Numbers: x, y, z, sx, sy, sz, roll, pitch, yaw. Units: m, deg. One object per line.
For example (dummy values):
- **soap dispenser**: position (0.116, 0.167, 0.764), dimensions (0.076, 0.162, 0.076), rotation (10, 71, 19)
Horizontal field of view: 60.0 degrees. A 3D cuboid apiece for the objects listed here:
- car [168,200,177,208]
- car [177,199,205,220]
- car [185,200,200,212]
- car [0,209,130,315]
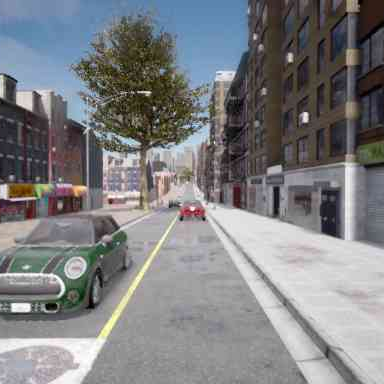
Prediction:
- **car**: position (-2.886, 1.968, 55.003), dimensions (2.033, 1.411, 5.357), rotation (0, -1, 0)
- **car**: position (0.044, 1.467, 29.376), dimensions (2.097, 1.767, 4.553), rotation (0, 0, 0)
- **car**: position (0.021, 1.772, 43.468), dimensions (1.837, 1.490, 4.892), rotation (0, -1, 0)
- **car**: position (-2.864, 1.354, 7.835), dimensions (2.097, 1.767, 4.553), rotation (0, 0, 0)
